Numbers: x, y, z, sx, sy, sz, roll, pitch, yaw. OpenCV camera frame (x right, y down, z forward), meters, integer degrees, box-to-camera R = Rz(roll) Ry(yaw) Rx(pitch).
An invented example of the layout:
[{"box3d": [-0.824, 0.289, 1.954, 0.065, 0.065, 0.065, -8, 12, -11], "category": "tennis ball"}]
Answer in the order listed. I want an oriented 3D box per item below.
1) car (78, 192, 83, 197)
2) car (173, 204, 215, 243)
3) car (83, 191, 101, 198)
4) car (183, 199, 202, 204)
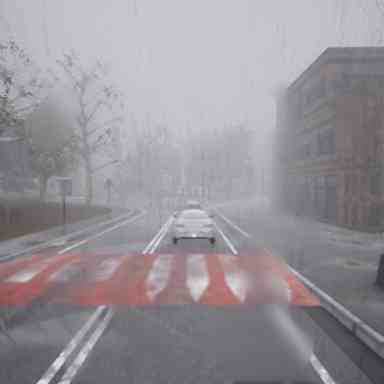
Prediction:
[{"box3d": [-26.161, 0.514, 81.448, 1.994, 1.385, 4.181, 0, 1, 16], "category": "car"}, {"box3d": [0.080, 1.525, 15.922, 1.812, 1.442, 4.674, 0, 0, 0], "category": "car"}, {"box3d": [-23.340, 0.519, 79.141, 1.837, 1.490, 4.892, 0, 1, 11], "category": "car"}, {"box3d": [0.056, 1.481, 33.943, 1.812, 1.442, 4.674, 0, 0, 1], "category": "car"}]
